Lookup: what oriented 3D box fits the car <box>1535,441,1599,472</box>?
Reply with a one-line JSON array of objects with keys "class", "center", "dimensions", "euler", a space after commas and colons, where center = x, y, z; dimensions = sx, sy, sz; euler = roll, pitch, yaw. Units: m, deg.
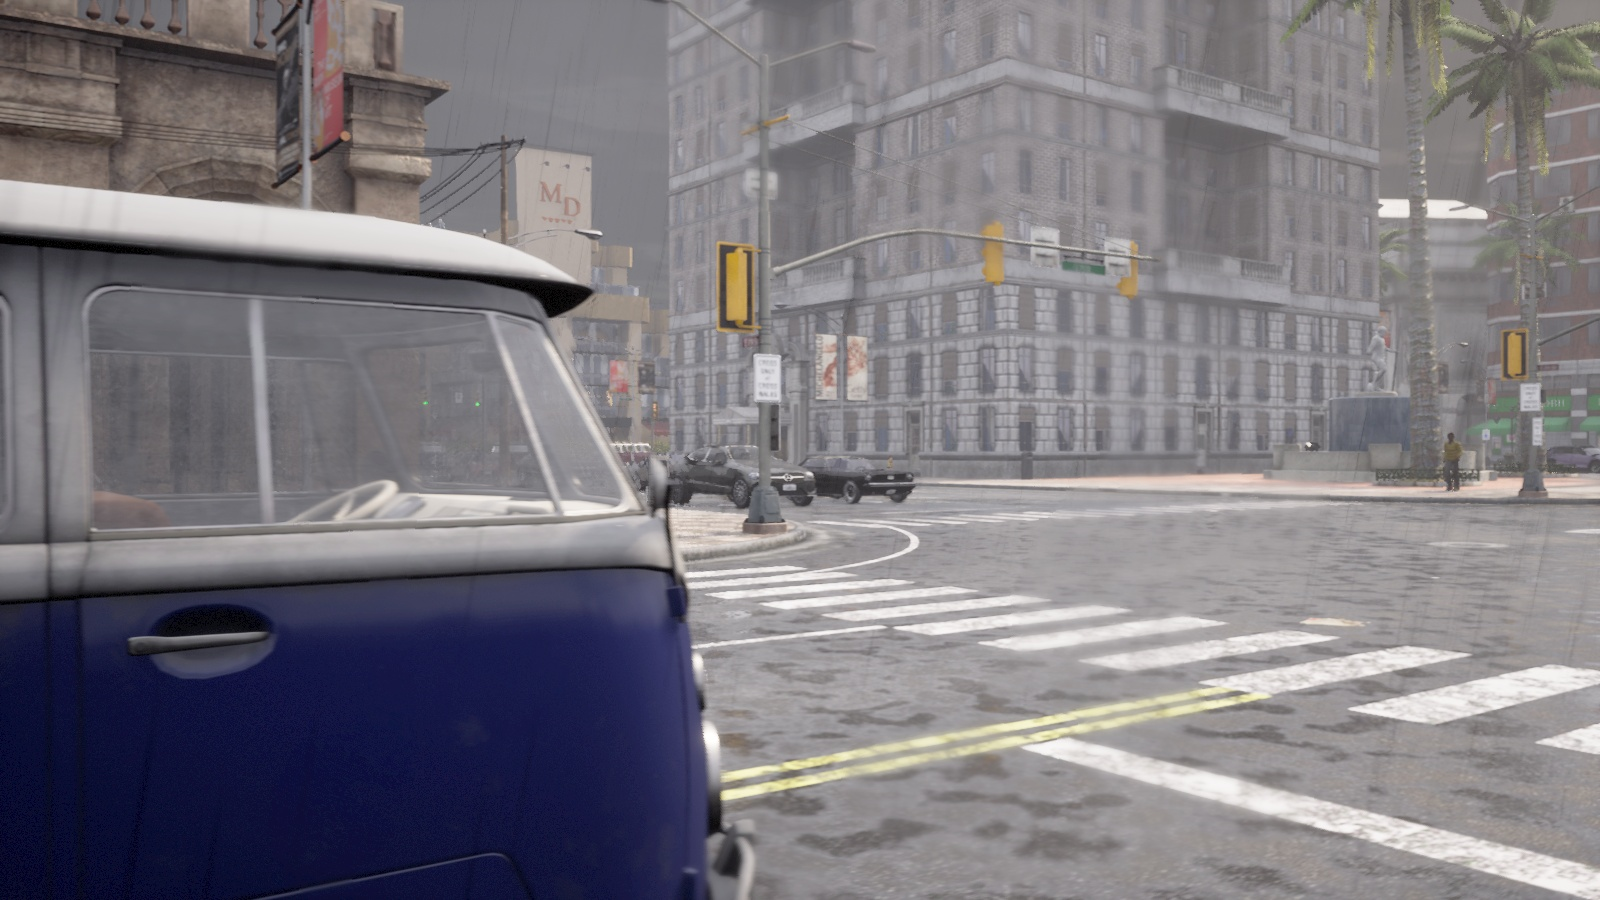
[{"class": "car", "center": [44.272, 0.357, 70.717], "dimensions": [2.033, 1.649, 4.856], "euler": [0, 0, -17]}]

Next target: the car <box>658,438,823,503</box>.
[{"class": "car", "center": [-1.716, 0.517, 34.164], "dimensions": [2.152, 1.651, 5.027], "euler": [0, 0, -35]}]

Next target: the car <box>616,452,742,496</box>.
[{"class": "car", "center": [-4.326, 0.798, 44.023], "dimensions": [2.033, 1.411, 5.357], "euler": [0, 0, -35]}]

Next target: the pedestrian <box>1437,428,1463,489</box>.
[{"class": "pedestrian", "center": [19.906, 0.255, 38.441], "dimensions": [0.709, 1.840, 0.431], "euler": [0, 0, -36]}]

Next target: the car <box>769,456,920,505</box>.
[{"class": "car", "center": [1.194, 0.820, 36.142], "dimensions": [1.895, 1.301, 4.718], "euler": [0, 0, -35]}]

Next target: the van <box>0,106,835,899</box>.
[{"class": "van", "center": [-2.258, 0.512, 2.082], "dimensions": [4.442, 1.987, 1.775], "euler": [0, 0, -35]}]
